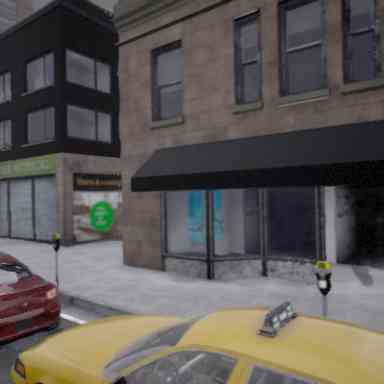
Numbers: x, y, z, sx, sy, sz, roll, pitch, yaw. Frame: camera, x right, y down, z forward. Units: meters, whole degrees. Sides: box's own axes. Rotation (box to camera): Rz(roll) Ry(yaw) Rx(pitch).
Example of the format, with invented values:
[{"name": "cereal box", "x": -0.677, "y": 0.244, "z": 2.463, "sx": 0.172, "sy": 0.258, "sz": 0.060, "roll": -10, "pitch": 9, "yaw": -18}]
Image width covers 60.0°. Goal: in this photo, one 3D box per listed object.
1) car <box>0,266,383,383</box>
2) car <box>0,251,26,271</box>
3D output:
[{"name": "car", "x": 0.413, "y": 1.533, "z": 2.569, "sx": 4.829, "sy": 1.417, "sz": 1.752, "roll": -1, "pitch": -1, "yaw": 35}, {"name": "car", "x": -3.917, "y": 1.645, "z": 5.646, "sx": 4.206, "sy": 1.307, "sz": 1.802, "roll": -1, "pitch": -1, "yaw": 35}]
